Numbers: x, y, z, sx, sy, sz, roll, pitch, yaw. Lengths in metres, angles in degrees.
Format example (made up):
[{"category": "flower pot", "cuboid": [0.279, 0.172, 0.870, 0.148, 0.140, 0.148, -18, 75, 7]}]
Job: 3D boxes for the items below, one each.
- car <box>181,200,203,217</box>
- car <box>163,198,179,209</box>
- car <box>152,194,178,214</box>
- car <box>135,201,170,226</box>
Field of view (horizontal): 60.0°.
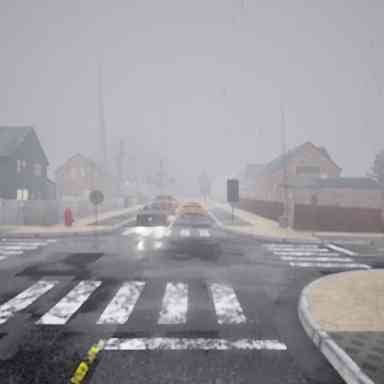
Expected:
[{"category": "car", "cuboid": [0.013, 1.501, 31.722, 1.882, 1.535, 5.008, 0, 0, 0]}, {"category": "car", "cuboid": [-2.954, 1.623, 46.719, 1.994, 1.385, 4.181, 0, 0, 0]}, {"category": "car", "cuboid": [-2.933, 1.254, 35.634, 2.150, 2.045, 5.566, 0, 0, 0]}, {"category": "car", "cuboid": [-2.803, 1.576, 23.503, 1.994, 1.385, 4.181, 0, 0, -3]}]
